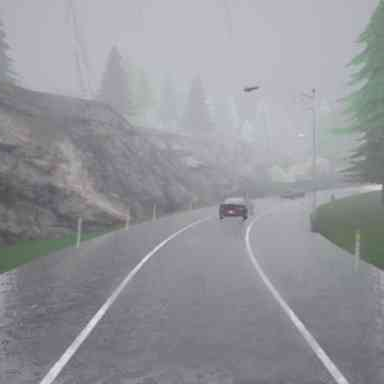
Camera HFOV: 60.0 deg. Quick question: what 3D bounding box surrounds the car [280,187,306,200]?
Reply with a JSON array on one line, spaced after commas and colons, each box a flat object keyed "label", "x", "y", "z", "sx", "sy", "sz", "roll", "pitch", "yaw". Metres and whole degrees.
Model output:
[{"label": "car", "x": 12.454, "y": 0.184, "z": 40.849, "sx": 2.128, "sy": 1.511, "sz": 4.902, "roll": -1, "pitch": 3, "yaw": 38}]

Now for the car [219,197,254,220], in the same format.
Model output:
[{"label": "car", "x": 3.350, "y": 1.086, "z": 24.413, "sx": 1.882, "sy": 1.535, "sz": 5.008, "roll": -1, "pitch": 2, "yaw": 18}]
